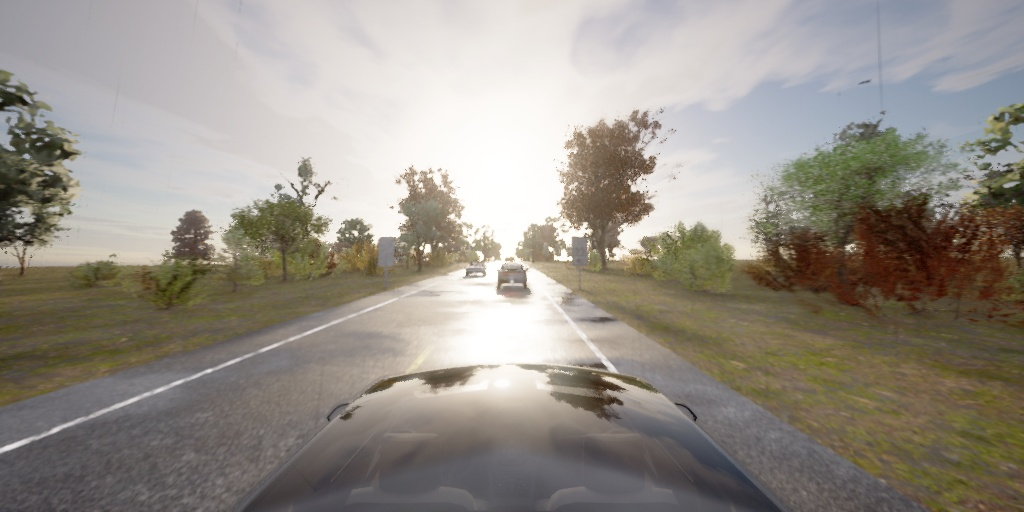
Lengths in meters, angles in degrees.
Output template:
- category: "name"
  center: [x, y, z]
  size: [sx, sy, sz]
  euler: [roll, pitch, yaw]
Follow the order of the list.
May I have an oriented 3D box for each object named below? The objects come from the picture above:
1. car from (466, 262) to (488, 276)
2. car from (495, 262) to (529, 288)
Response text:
- category: "car"
  center: [-3.522, 1.259, 36.107]
  size: [1.895, 1.301, 4.718]
  euler: [0, 0, 0]
- category: "car"
  center: [0.014, 1.181, 22.794]
  size: [1.837, 1.490, 4.892]
  euler: [0, 0, 0]
